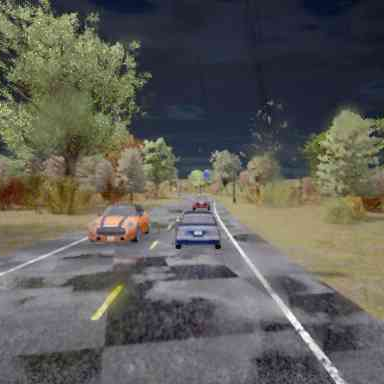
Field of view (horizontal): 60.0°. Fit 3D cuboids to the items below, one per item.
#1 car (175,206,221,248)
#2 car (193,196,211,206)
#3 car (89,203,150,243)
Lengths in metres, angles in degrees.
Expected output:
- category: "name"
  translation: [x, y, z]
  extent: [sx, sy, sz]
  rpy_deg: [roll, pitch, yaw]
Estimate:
- category: "car"
  translation: [0.266, 1.547, 14.696]
  extent: [2.033, 1.411, 5.357]
  rpy_deg: [0, 0, 1]
- category: "car"
  translation: [1.204, 1.326, 40.869]
  extent: [2.097, 1.767, 4.553]
  rpy_deg: [0, 0, 3]
- category: "car"
  translation: [-3.330, 1.346, 16.006]
  extent: [2.097, 1.767, 4.553]
  rpy_deg: [0, 0, 1]
